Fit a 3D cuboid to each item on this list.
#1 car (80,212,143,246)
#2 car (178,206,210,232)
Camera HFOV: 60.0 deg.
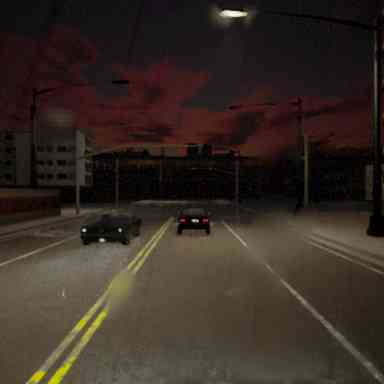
[{"bbox_3d":[-3.558,1.607,15.379,1.895,1.301,4.718,0,0,0],"label":"car"},{"bbox_3d":[0.107,1.554,19.902,2.033,1.411,5.357,0,0,0],"label":"car"}]
